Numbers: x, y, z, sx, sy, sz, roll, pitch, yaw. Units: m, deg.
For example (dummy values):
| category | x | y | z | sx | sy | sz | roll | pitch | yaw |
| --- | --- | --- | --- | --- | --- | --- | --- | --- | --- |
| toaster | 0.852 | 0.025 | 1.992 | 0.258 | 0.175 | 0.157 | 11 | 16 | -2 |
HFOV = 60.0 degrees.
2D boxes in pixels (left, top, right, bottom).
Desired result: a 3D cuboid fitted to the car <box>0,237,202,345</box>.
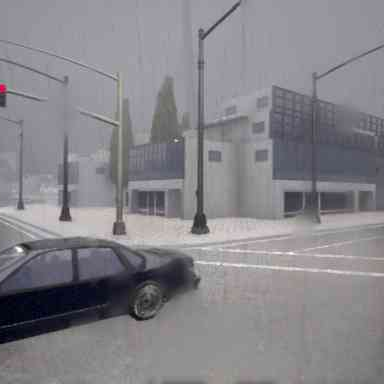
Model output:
| category | x | y | z | sx | sy | sz | roll | pitch | yaw |
| --- | --- | --- | --- | --- | --- | --- | --- | --- | --- |
| car | -2.353 | 1.541 | 5.676 | 5.357 | 1.411 | 2.033 | 0 | 0 | -37 |
